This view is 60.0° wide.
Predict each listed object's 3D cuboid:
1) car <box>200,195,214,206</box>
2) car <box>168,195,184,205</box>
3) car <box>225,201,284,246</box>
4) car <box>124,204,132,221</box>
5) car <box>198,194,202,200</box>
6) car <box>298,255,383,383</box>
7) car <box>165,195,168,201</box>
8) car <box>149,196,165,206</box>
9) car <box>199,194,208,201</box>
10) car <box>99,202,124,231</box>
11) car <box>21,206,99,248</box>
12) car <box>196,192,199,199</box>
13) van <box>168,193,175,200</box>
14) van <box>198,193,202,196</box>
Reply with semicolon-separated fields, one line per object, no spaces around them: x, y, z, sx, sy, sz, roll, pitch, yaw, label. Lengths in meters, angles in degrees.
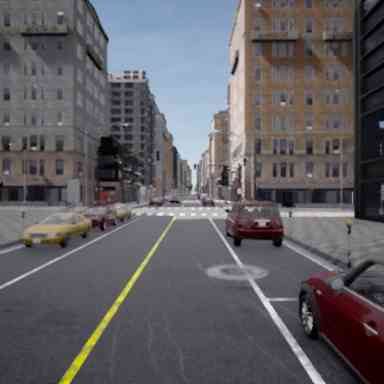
2.687;1.566;53.358;1.802;1.307;4.206;1;0;0;car
-2.987;1.586;59.275;1.895;1.301;4.718;0;0;0;car
2.681;1.310;15.090;2.192;1.841;5.009;1;0;0;car
-5.844;1.518;26.180;1.752;1.417;4.829;1;0;0;car
2.689;1.564;64.705;1.802;1.307;4.206;1;0;0;car
2.677;1.439;3.841;1.967;1.590;4.097;1;0;0;car
-5.837;1.528;59.042;1.887;1.381;4.507;1;0;0;car
-5.839;1.530;53.369;1.887;1.381;4.507;1;0;0;car
2.688;1.565;59.032;1.802;1.307;4.206;1;0;0;car
-5.846;1.539;20.725;1.887;1.381;4.507;1;0;0;car
-5.847;1.521;14.931;1.752;1.417;4.829;1;0;0;car
2.695;1.296;76.052;2.192;1.841;5.009;1;0;0;car
-5.828;1.324;93.080;1.690;1.788;3.998;1;0;0;van
2.693;1.323;70.379;1.690;1.788;3.998;1;0;0;van
